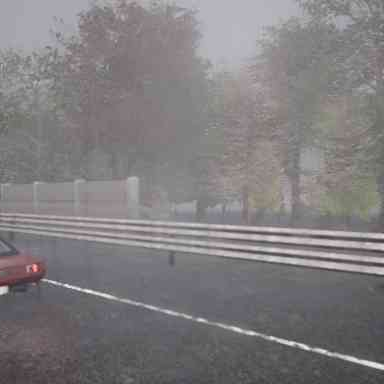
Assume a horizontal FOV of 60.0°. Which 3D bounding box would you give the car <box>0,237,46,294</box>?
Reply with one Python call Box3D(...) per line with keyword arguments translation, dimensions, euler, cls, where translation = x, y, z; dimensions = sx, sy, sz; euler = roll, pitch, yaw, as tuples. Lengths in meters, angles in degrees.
Box3D(translation=(-5.580, 1.683, 7.841), dimensions=(4.718, 1.301, 1.895), euler=(-1, 0, 35), cls="car")
